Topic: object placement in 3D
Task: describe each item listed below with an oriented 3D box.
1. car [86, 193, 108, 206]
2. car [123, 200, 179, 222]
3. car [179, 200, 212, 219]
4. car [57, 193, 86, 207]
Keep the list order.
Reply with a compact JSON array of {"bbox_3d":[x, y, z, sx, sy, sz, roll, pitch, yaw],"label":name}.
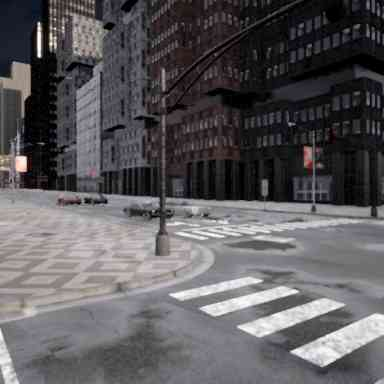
[{"bbox_3d":[-12.266,0.896,42.183,1.882,1.535,5.008,0,1,-36],"label":"car"},{"bbox_3d":[-3.187,1.314,23.979,1.895,1.301,4.718,0,1,-36],"label":"car"},{"bbox_3d":[-0.552,1.307,25.881,1.895,1.301,4.718,0,1,-36],"label":"car"},{"bbox_3d":[-14.878,0.904,40.249,1.882,1.535,5.008,0,1,-36],"label":"car"}]
